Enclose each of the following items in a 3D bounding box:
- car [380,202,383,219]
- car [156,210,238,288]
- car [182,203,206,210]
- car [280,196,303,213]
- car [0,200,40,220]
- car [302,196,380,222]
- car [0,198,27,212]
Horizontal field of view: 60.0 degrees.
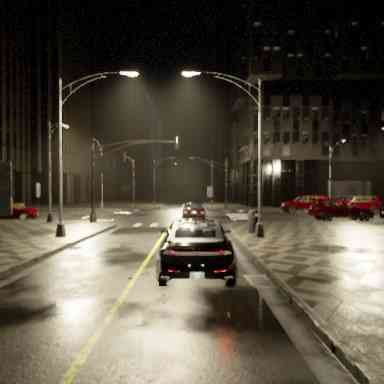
[{"bbox_3d":[17.803,1.752,27.370,4.313,1.339,1.947,0,1,0],"label":"car"},{"bbox_3d":[0.112,1.495,9.266,2.128,1.511,4.902,0,0,0],"label":"car"},{"bbox_3d":[0.147,1.587,27.370,2.033,1.411,5.357,1,0,0],"label":"car"},{"bbox_3d":[12.156,1.338,35.882,5.009,1.841,2.192,0,1,0],"label":"car"},{"bbox_3d":[-14.881,1.576,27.315,4.507,1.381,1.887,0,1,0],"label":"car"},{"bbox_3d":[12.160,1.473,27.358,5.009,1.841,2.192,0,1,0],"label":"car"},{"bbox_3d":[-20.579,1.397,35.831,4.829,1.417,1.752,0,1,0],"label":"car"}]
